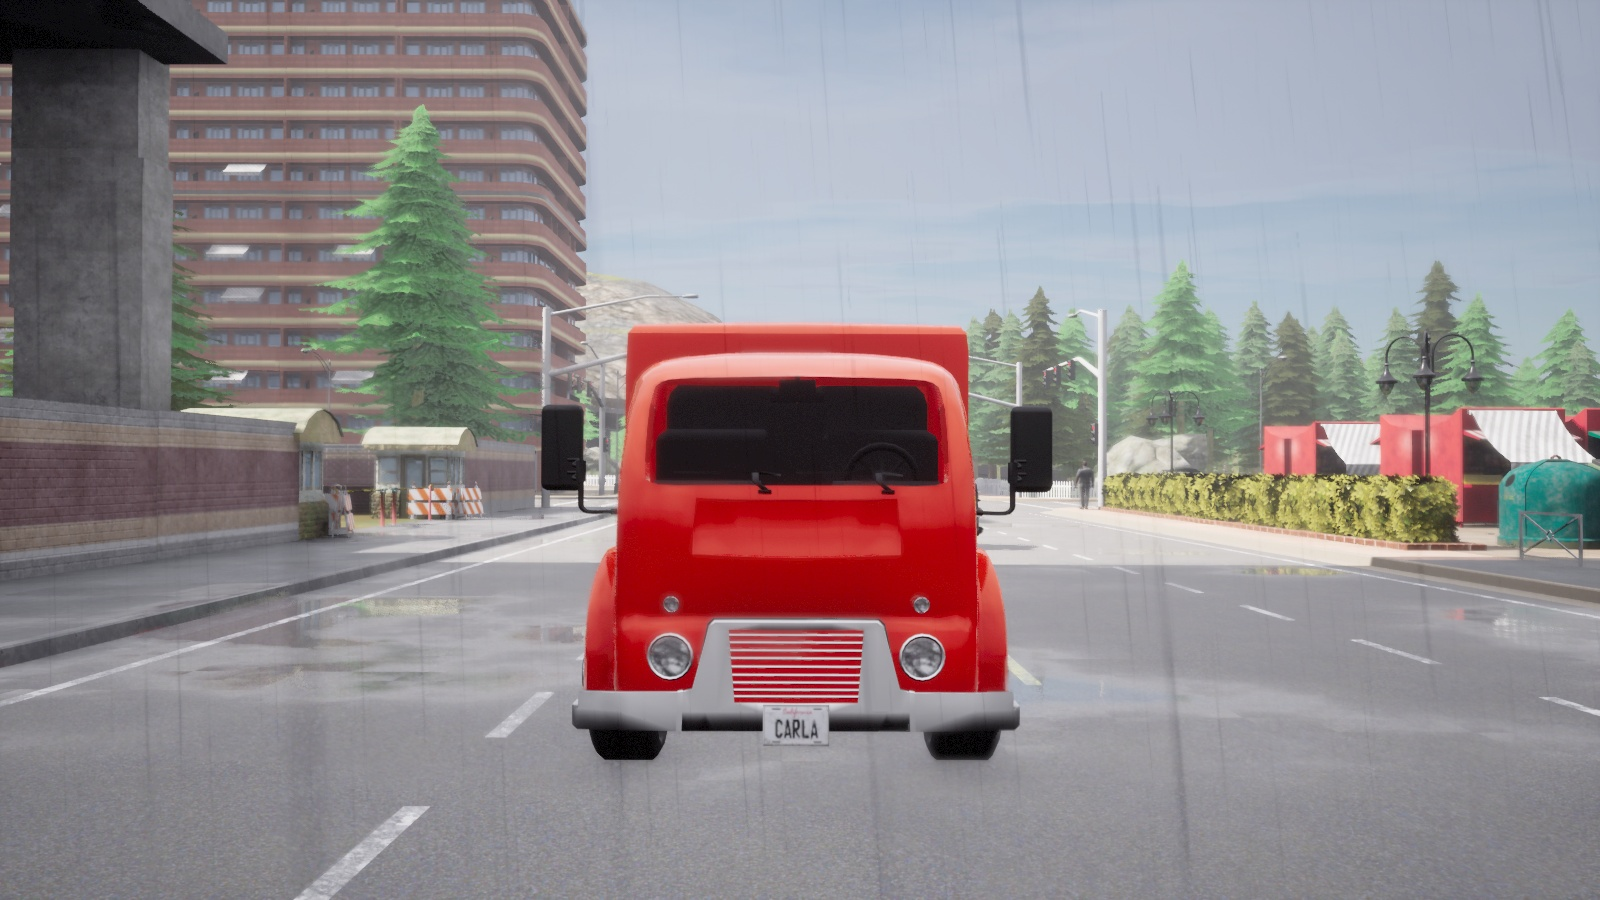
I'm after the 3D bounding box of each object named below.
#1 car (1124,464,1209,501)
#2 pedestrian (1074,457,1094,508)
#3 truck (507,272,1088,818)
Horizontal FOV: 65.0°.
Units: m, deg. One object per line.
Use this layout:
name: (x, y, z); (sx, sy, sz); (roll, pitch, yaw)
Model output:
car: (19.033, 1.685, 65.380); (3.866, 1.878, 1.905); (0, -1, 0)
pedestrian: (10.594, 1.210, 46.794); (0.563, 1.883, 0.849); (0, -1, 2)
truck: (-0.022, 0.467, 8.308); (2.627, 2.467, 5.204); (0, -1, 0)
